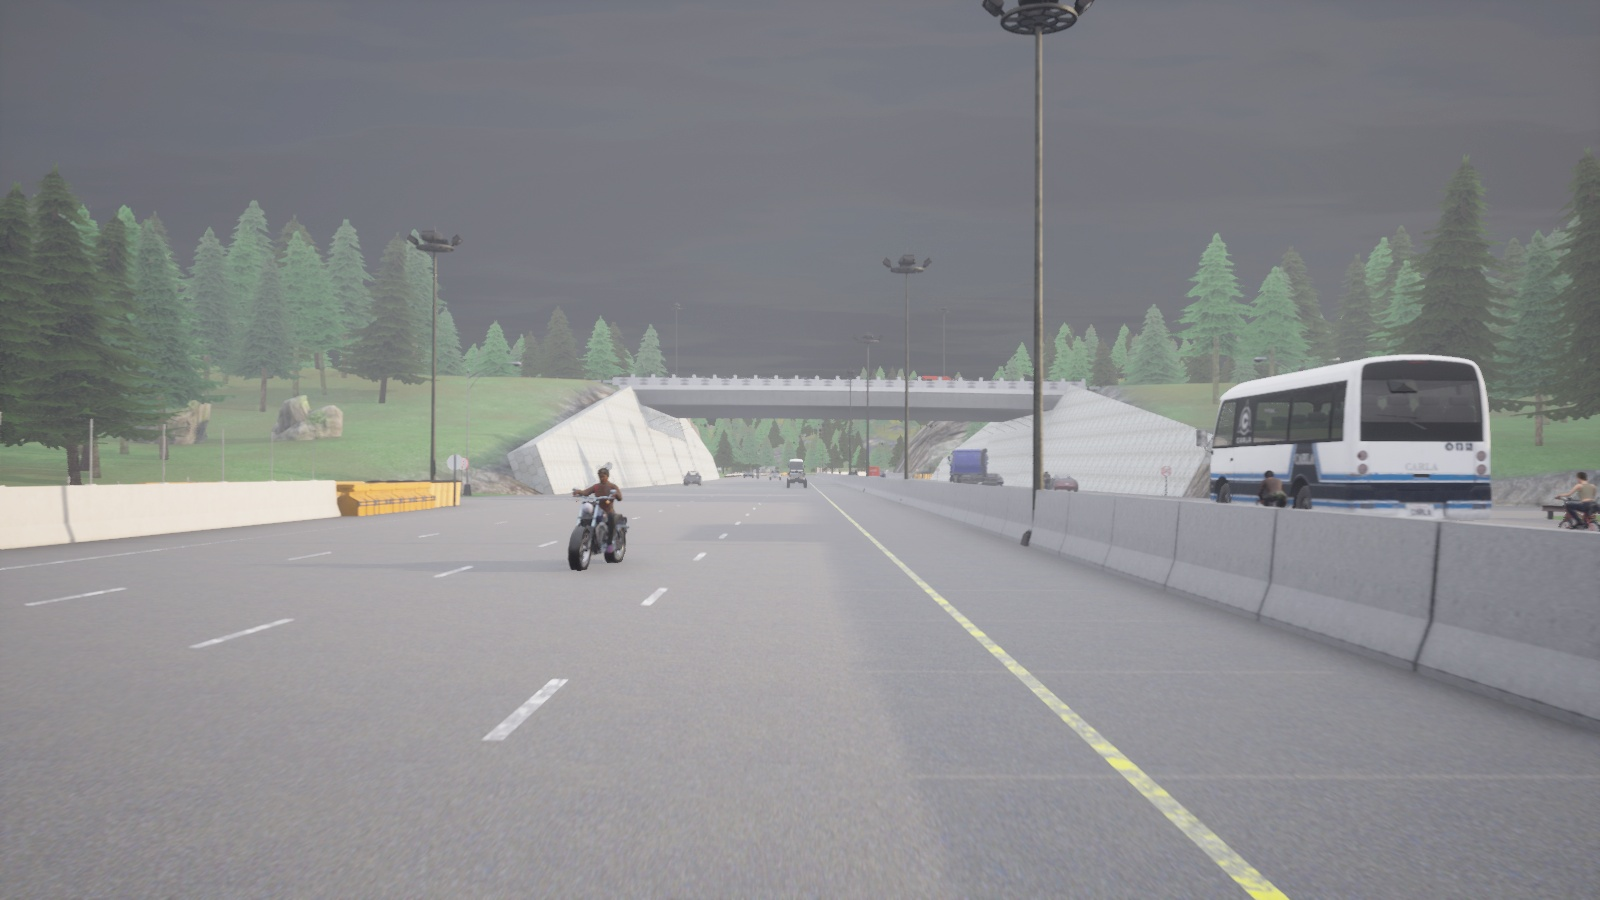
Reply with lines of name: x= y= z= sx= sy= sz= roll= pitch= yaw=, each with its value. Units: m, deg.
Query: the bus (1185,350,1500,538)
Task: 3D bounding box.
bus: x=13.913 y=-0.054 z=33.695 sx=3.944 sy=4.253 sz=10.273 roll=0 pitch=-1 yaw=0

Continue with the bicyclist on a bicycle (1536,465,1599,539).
bicyclist on a bicycle: x=17.436 y=1.154 z=28.233 sx=0.866 sy=1.612 sz=1.509 roll=0 pitch=-1 yaw=0

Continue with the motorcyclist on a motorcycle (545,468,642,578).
motorcyclist on a motorcycle: x=-3.276 y=1.116 z=20.173 sx=0.766 sy=1.649 sz=2.350 roll=1 pitch=-1 yaw=10
